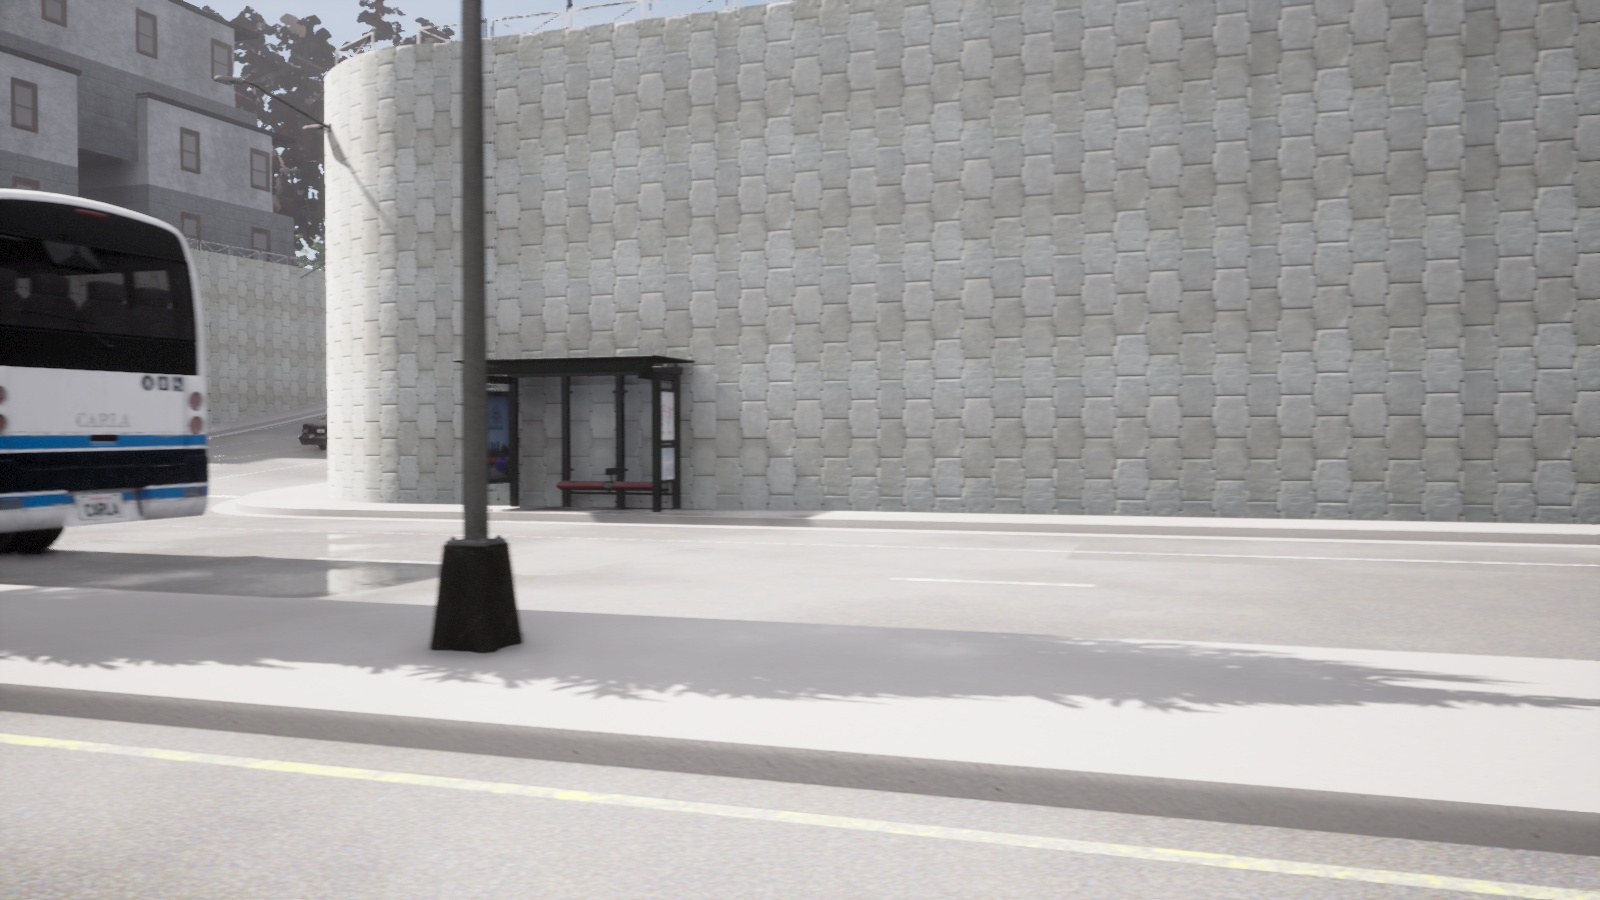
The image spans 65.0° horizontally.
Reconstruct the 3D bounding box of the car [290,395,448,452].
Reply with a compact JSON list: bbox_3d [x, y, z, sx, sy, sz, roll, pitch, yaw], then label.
[{"bbox_3d":[-14.149,-0.946,41.630,2.033,1.411,5.357,1,7,19],"label":"car"}]

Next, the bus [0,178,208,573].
[{"bbox_3d":[-13.183,-0.857,16.048,10.273,4.253,3.944,1,1,19],"label":"bus"}]
